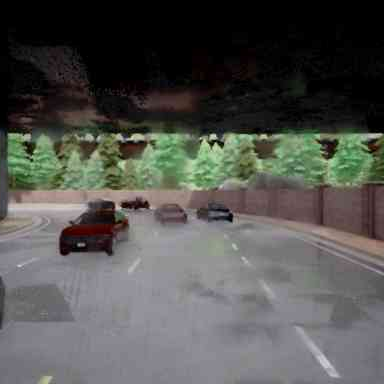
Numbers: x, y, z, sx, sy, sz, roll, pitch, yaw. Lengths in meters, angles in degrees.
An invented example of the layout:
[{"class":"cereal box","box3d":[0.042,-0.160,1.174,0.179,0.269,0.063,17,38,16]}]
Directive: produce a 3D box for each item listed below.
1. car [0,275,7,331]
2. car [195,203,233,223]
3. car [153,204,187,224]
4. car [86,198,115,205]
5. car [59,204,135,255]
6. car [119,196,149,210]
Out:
[{"class":"car","box3d":[-3.622,1.505,2.938,1.837,1.490,4.892,0,0,0]},{"class":"car","box3d":[1.632,1.559,25.666,1.994,1.385,4.181,0,0,-14]},{"class":"car","box3d":[-1.666,1.559,24.625,1.994,1.385,4.181,0,0,-14]},{"class":"car","box3d":[-11.282,1.495,40.877,4.892,1.490,1.837,0,-1,45]},{"class":"car","box3d":[-3.731,1.474,13.470,1.882,1.535,5.008,0,0,-2]},{"class":"car","box3d":[-7.310,1.341,41.690,2.097,1.767,4.553,0,0,-41]}]
